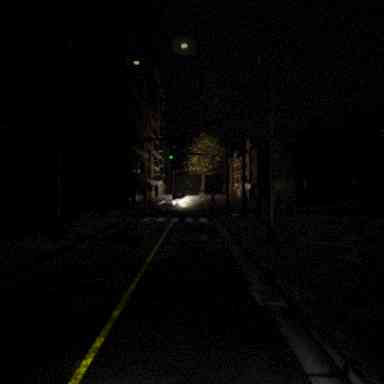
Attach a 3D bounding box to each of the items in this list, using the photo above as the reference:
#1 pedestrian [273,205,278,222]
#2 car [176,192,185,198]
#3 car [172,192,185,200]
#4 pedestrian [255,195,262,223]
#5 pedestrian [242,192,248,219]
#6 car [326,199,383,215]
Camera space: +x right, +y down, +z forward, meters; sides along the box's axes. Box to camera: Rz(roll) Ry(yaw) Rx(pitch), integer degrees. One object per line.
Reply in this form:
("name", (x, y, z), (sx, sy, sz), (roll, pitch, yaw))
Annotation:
("pedestrian", (5.555, 1.410, 22.050), (0.500, 1.100, 0.500), (0, 0, 0))
("car", (-2.592, 0.688, 76.704), (1.895, 1.301, 4.718), (0, 1, 0))
("car", (-2.658, 0.773, 61.327), (2.128, 1.511, 4.902), (0, 1, 1))
("pedestrian", (4.297, 1.054, 21.452), (0.375, 1.860, 0.375), (0, 0, 0))
("pedestrian", (3.556, 0.888, 22.652), (0.375, 1.860, 0.375), (0, 0, 0))
("car", (13.948, 1.283, 28.210), (4.829, 1.417, 1.752), (0, 0, 0))
